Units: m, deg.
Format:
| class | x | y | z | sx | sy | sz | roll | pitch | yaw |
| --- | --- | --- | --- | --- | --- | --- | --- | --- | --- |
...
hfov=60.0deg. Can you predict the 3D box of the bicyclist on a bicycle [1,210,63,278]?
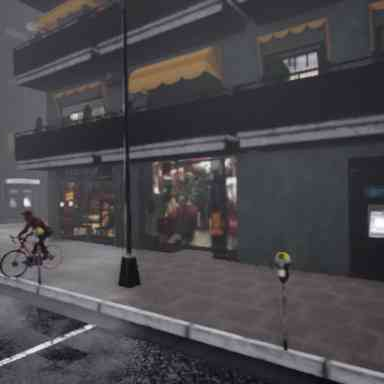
| class | x | y | z | sx | sy | sz | roll | pitch | yaw |
| --- | --- | --- | --- | --- | --- | --- | --- | --- | --- |
| bicyclist on a bicycle | -4.042 | 1.288 | 8.512 | 0.582 | 1.620 | 1.656 | 0 | 0 | 34 |
